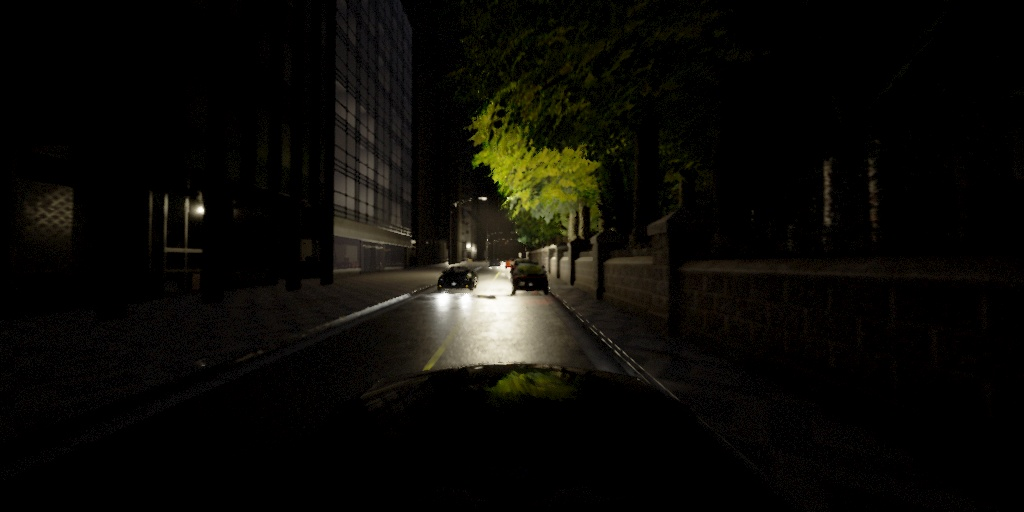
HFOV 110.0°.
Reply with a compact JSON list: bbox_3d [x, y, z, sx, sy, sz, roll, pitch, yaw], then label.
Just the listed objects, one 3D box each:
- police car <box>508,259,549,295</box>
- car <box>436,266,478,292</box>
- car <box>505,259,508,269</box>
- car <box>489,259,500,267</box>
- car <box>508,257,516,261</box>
[{"bbox_3d":[0.901,1.151,19.853,1.930,1.638,5.238,0,0,0],"label":"police car"},{"bbox_3d":[-3.096,1.288,21.034,1.994,1.385,4.181,0,0,0],"label":"car"},{"bbox_3d":[0.007,1.031,53.974,2.097,1.767,4.553,0,0,0],"label":"car"},{"bbox_3d":[-3.016,1.222,63.016,2.033,1.411,5.357,0,0,1],"label":"car"},{"bbox_3d":[0.901,1.060,29.715,2.097,1.767,4.553,0,0,0],"label":"car"}]
